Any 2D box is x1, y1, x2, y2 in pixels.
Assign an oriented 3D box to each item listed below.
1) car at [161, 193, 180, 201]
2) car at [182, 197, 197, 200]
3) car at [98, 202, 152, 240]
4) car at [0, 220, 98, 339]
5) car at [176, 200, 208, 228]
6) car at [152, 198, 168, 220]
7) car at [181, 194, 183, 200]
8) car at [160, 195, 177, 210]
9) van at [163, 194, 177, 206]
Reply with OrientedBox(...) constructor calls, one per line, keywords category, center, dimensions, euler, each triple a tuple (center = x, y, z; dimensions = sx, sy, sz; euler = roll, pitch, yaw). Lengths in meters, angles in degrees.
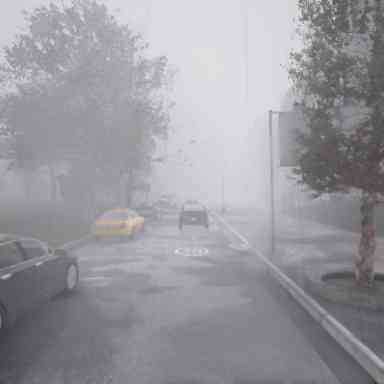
OrientedBox(category="car", center=(-3.657, 1.313, 50.642), dimensions=(2.435, 2.045, 5.566), euler=(0, 0, 2))
OrientedBox(category="car", center=(0.096, 1.623, 41.827), dimensions=(2.033, 1.411, 5.357), euler=(0, 0, 0))
OrientedBox(category="car", center=(-3.647, 1.519, 17.372), dimensions=(1.946, 1.575, 5.366), euler=(0, 0, 2))
OrientedBox(category="car", center=(-3.654, 1.497, 6.038), dimensions=(2.231, 1.521, 4.892), euler=(0, 0, 2))
OrientedBox(category="car", center=(0.096, 1.529, 22.763), dimensions=(1.882, 1.535, 5.008), euler=(0, 0, 0))
OrientedBox(category="car", center=(-3.654, 1.570, 28.359), dimensions=(2.163, 1.488, 4.792), euler=(0, 0, 2))
OrientedBox(category="car", center=(-3.659, 1.587, 67.318), dimensions=(2.097, 1.535, 5.008), euler=(0, 0, 2))
OrientedBox(category="car", center=(-3.657, 1.558, 45.037), dimensions=(2.097, 1.535, 5.008), euler=(0, 0, 2))
OrientedBox(category="van", center=(-3.654, 1.345, 56.300), dimensions=(1.878, 1.987, 4.442), euler=(0, 0, 2))
